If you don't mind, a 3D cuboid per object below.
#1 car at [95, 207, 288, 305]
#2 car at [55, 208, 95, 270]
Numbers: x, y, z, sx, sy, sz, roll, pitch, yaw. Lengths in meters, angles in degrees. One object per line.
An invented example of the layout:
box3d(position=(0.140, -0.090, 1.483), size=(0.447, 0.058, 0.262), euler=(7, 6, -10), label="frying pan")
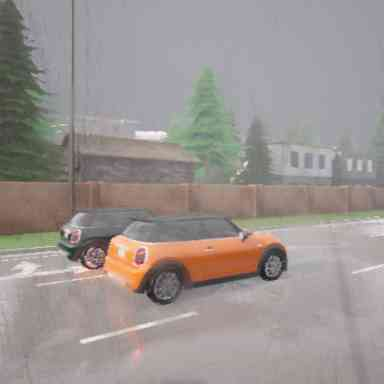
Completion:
box3d(position=(0.262, 1.296, 8.193), size=(4.553, 1.767, 2.097), euler=(0, 0, -35), label="car")
box3d(position=(-1.936, 1.270, 10.929), size=(4.553, 1.767, 2.097), euler=(0, 0, -35), label="car")
